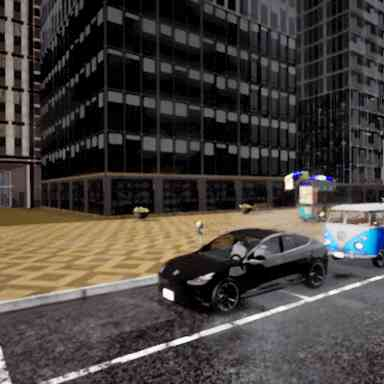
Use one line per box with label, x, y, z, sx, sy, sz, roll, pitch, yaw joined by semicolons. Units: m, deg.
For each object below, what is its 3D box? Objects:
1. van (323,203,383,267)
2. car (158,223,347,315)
van;5.941;1.271;10.797;3.998;1.788;1.690;0;0;-35
car;1.328;1.532;7.507;4.313;1.339;1.947;0;0;-35
